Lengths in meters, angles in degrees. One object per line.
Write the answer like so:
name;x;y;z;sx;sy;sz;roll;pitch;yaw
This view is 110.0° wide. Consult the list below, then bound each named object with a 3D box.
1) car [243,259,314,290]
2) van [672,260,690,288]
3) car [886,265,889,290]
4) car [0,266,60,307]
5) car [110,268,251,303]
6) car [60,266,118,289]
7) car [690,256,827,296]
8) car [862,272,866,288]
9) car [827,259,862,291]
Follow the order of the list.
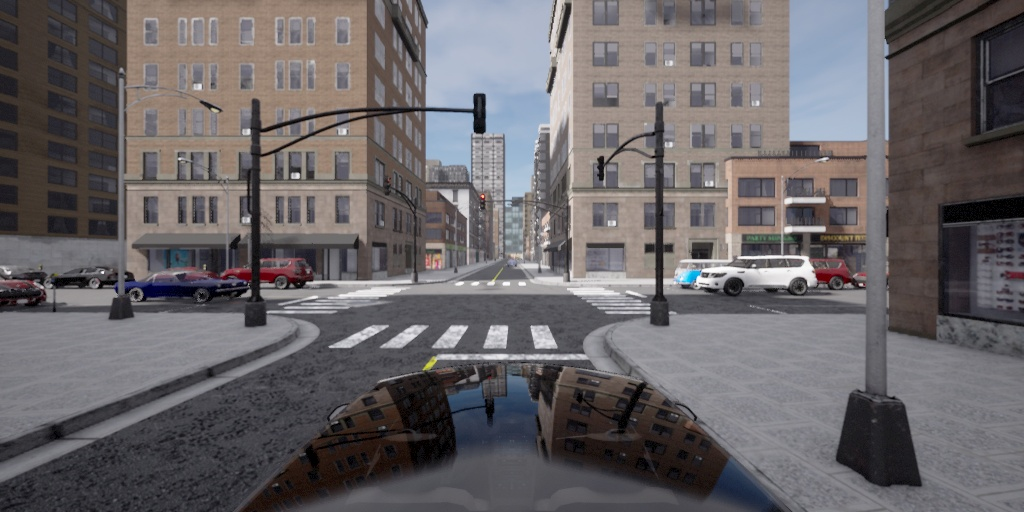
car;-14.913;1.071;22.035;5.009;1.841;2.192;0;0;0
van;12.034;1.121;21.883;3.998;1.789;1.690;0;0;0
car;23.105;1.292;19.064;4.892;1.490;1.837;0;0;0
car;-20.459;1.186;13.540;4.097;1.591;1.967;0;0;0
car;-14.594;1.355;16.084;4.718;1.301;1.895;0;0;2
car;-25.960;1.312;22.097;4.313;1.339;1.948;0;0;0
car;12.956;1.001;19.119;5.566;2.045;2.150;0;0;0
car;23.226;1.229;21.821;4.097;1.591;1.967;0;0;0
car;17.630;1.099;21.852;5.009;1.841;2.192;0;0;0
